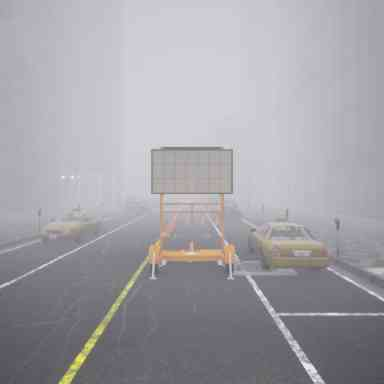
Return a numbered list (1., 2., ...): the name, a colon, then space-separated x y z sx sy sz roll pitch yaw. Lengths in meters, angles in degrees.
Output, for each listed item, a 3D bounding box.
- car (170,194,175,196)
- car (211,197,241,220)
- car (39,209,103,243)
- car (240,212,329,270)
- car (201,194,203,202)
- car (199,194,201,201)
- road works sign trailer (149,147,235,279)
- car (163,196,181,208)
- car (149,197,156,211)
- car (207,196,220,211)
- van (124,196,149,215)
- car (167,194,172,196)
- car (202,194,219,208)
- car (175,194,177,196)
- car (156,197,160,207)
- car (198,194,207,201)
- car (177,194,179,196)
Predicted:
1. car: -5.660 1.595 78.155 1.752 1.417 4.829 0 0 0
2. car: 2.862 1.429 27.559 1.967 1.590 4.097 0 0 0
3. car: -5.665 1.517 16.089 1.752 1.417 4.829 0 0 1
4. car: 2.867 1.520 10.842 1.752 1.417 4.829 0 0 1
5. car: 2.864 1.329 50.116 2.192 1.841 5.009 0 0 0
6. car: 2.865 1.475 61.395 1.967 1.590 4.097 0 0 0
7. road works sign trailer: 0.001 0.460 9.952 2.380 3.560 2.880 0 0 0
8. car: -2.994 1.610 47.466 1.895 1.301 4.718 0 0 0
9. car: -5.663 1.562 38.852 1.947 1.339 4.313 0 0 0
10. car: 2.862 1.432 33.197 1.967 1.590 4.097 0 0 0
11. van: -5.662 1.332 33.213 1.690 1.788 3.998 0 0 0
12. car: -5.660 1.627 67.047 1.802 1.307 4.206 0 0 0
13. car: 2.863 1.320 44.477 2.192 1.841 5.009 0 0 0
14. car: -5.660 1.405 83.963 2.192 1.841 5.009 0 0 0
15. car: -5.662 1.454 50.130 1.967 1.590 4.097 0 0 0
16. car: 2.866 1.427 89.593 2.192 1.841 5.009 0 0 0
17. car: -5.659 1.449 95.241 2.192 1.841 5.009 0 0 0
